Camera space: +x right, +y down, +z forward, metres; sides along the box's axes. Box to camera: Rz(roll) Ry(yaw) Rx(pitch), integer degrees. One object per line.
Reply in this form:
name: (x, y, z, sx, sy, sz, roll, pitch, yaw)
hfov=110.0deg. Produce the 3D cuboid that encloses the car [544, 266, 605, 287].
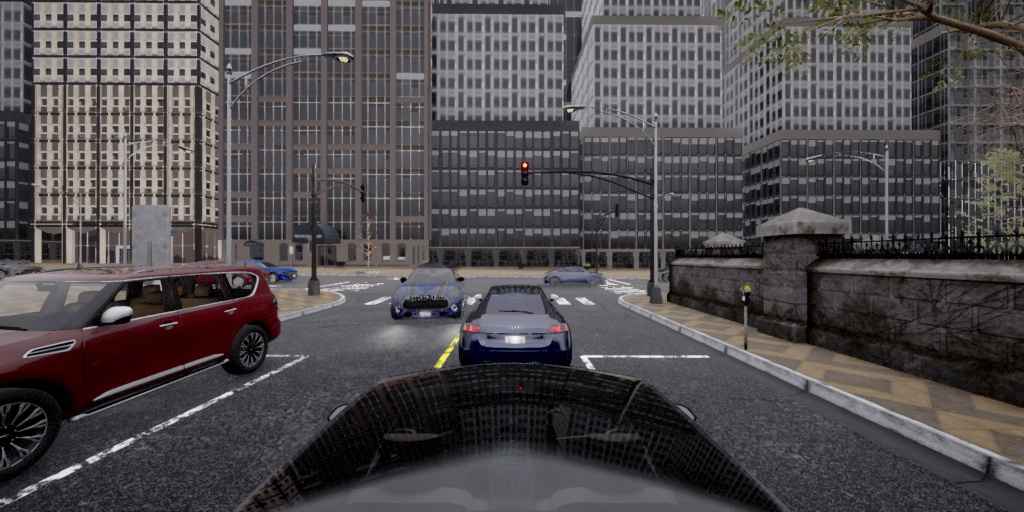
car: (4.222, 1.377, 24.548, 4.181, 1.385, 1.994, 1, 0, -1)

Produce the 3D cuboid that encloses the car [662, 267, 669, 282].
car: (14.510, 1.510, 28.119, 4.181, 1.385, 1.994, 1, 0, -1)

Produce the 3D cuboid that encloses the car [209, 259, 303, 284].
car: (-17.251, 1.027, 24.318, 5.008, 1.535, 1.882, 1, 0, 0)

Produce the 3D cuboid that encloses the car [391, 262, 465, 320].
car: (-2.730, 1.103, 12.636, 2.097, 1.767, 4.553, 0, 0, -6)

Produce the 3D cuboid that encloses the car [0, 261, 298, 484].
car: (-5.364, 1.065, 4.749, 2.192, 1.841, 5.009, 0, 0, 0)

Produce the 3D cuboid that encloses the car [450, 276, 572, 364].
car: (0.088, 1.314, 7.767, 1.994, 1.385, 4.181, 0, 0, 1)

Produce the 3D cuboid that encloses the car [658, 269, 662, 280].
car: (14.327, 1.515, 31.368, 4.181, 1.385, 1.994, 1, 0, -1)

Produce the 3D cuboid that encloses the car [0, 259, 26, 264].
car: (-34.187, 0.904, 24.102, 4.181, 1.385, 1.994, 1, 0, -1)
